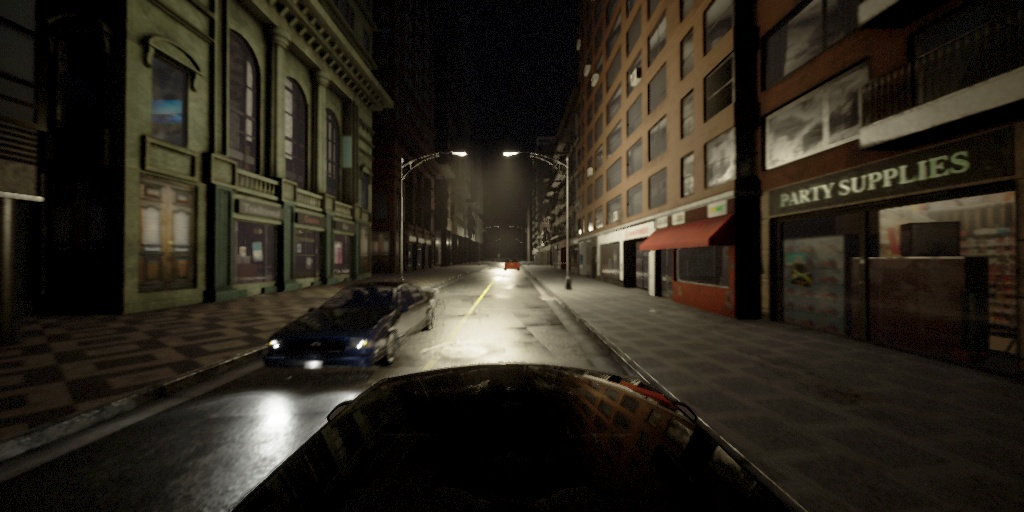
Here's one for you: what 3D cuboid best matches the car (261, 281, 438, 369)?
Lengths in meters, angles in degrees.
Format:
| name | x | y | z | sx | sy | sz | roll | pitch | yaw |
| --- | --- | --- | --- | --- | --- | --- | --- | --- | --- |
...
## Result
| name | x | y | z | sx | sy | sz | roll | pitch | yaw |
| --- | --- | --- | --- | --- | --- | --- | --- | --- | --- |
| car | -3.061 | 1.300 | 8.217 | 2.033 | 1.411 | 5.357 | 0 | 0 | 0 |

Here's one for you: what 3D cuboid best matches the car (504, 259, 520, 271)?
| name | x | y | z | sx | sy | sz | roll | pitch | yaw |
| --- | --- | --- | --- | --- | --- | --- | --- | --- | --- |
| car | 0.004 | 1.143 | 49.229 | 2.097 | 1.767 | 4.553 | 0 | 0 | 0 |
